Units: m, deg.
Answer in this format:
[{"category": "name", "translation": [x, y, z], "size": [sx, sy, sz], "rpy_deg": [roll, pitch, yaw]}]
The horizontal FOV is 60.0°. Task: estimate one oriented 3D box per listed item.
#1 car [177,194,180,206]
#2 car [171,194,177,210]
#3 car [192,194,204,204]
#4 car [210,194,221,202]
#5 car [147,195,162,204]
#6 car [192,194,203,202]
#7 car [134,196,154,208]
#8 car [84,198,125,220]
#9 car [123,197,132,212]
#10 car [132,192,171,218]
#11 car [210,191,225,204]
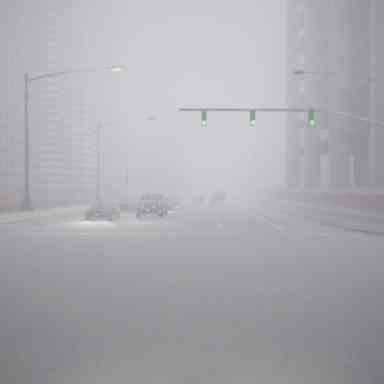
[{"category": "car", "translation": [-2.854, 1.070, 48.842], "size": [2.097, 1.767, 4.553], "rpy_deg": [0, 0, 2]}, {"category": "car", "translation": [-3.125, 1.281, 38.690], "size": [1.837, 1.490, 4.892], "rpy_deg": [0, 0, 2]}, {"category": "car", "translation": [1.014, 1.236, 56.617], "size": [1.994, 1.385, 4.181], "rpy_deg": [0, 0, 1]}, {"category": "car", "translation": [4.667, 1.099, 66.541], "size": [1.837, 1.490, 4.892], "rpy_deg": [0, 0, 1]}, {"category": "car", "translation": [-6.184, 1.209, 54.891], "size": [1.812, 1.442, 4.674], "rpy_deg": [0, 0, 2]}, {"category": "car", "translation": [1.166, 1.109, 66.488], "size": [2.128, 1.511, 4.902], "rpy_deg": [0, 0, 1]}, {"category": "car", "translation": [-6.463, 1.305, 44.972], "size": [1.994, 1.385, 4.181], "rpy_deg": [0, 0, 2]}, {"category": "car", "translation": [-6.936, 1.413, 26.231], "size": [1.994, 1.385, 4.181], "rpy_deg": [0, 0, 1]}, {"category": "car", "translation": [-6.726, 1.276, 35.055], "size": [1.882, 1.535, 5.008], "rpy_deg": [0, 0, 2]}, {"category": "car", "translation": [-3.368, 1.055, 28.775], "size": [2.150, 2.045, 5.566], "rpy_deg": [0, 0, 2]}, {"category": "car", "translation": [4.398, 0.897, 55.929], "size": [2.150, 2.045, 5.566], "rpy_deg": [0, 0, 1]}]
